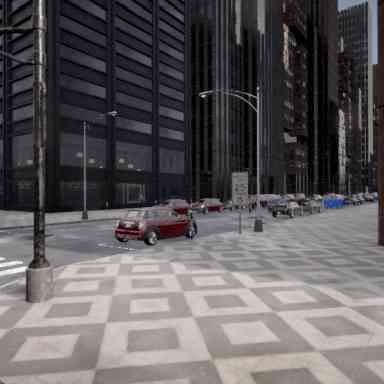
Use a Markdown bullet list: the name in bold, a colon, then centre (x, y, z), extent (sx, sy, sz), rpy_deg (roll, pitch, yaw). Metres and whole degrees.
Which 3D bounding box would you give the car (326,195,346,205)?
- **car**: centre (23.828, 1.338, 54.945), extent (1.882, 1.535, 5.008), rpy_deg (0, 0, 35)

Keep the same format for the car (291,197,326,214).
- **car**: centre (11.629, 1.466, 33.417), extent (1.947, 1.339, 4.313), rpy_deg (0, 0, 36)

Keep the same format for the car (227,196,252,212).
- **car**: centre (4.697, 1.481, 38.379), extent (2.008, 1.369, 4.403), rpy_deg (0, 0, 36)

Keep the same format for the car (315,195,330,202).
- **car**: centre (27.619, 1.407, 70.260), extent (2.008, 1.369, 4.403), rpy_deg (0, 0, 36)

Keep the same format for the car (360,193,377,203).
- **car**: centre (34.550, 1.371, 65.296), extent (1.887, 1.381, 4.507), rpy_deg (0, 0, 36)

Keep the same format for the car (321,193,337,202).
- **car**: centre (30.893, 1.163, 74.814), extent (2.192, 1.841, 5.009), rpy_deg (0, 0, 36)

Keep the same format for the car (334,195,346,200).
- **car**: centre (37.443, 1.397, 83.923), extent (1.947, 1.339, 4.313), rpy_deg (0, 0, 36)

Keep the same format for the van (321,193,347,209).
- **van**: centre (18.177, 1.217, 42.524), extent (1.690, 1.788, 3.998), rpy_deg (0, 0, 36)

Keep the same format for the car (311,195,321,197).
- **car**: centre (24.344, 1.306, 65.705), extent (1.967, 1.590, 4.097), rpy_deg (0, 0, 36)

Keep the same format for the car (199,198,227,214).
- **car**: centre (1.422, 1.384, 33.824), extent (1.967, 1.590, 4.097), rpy_deg (0, 0, 36)

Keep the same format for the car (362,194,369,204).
- **car**: centre (28.001, 1.410, 56.187), extent (1.947, 1.339, 4.313), rpy_deg (0, 0, 36)

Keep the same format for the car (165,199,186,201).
- **car**: centre (-1.853, 1.397, 29.270), extent (1.967, 1.590, 4.097), rpy_deg (0, 0, 36)

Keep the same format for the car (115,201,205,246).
- **car**: centre (-1.469, 1.393, 15.200), extent (1.967, 1.590, 4.097), rpy_deg (0, 0, 36)

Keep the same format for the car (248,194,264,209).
- **car**: centre (7.971, 1.233, 42.933), extent (2.192, 1.841, 5.009), rpy_deg (0, 0, 36)

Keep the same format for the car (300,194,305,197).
- **car**: centre (17.794, 1.200, 56.596), extent (2.192, 1.841, 5.009), rpy_deg (0, 0, 36)

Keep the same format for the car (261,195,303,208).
- **car**: centre (9.582, 1.400, 35.134), extent (2.128, 1.511, 4.902), rpy_deg (0, 0, 36)

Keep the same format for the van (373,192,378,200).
- **van**: centre (37.823, 1.158, 69.849), extent (1.690, 1.788, 3.998), rpy_deg (0, 0, 36)

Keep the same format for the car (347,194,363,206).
- **car**: centre (24.726, 1.420, 51.633), extent (1.947, 1.339, 4.313), rpy_deg (0, 0, 36)

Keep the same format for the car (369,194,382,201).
- **car**: centre (41.098, 1.248, 74.404), extent (1.967, 1.590, 4.097), rpy_deg (0, 0, 36)

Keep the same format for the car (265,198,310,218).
- **car**: centre (8.354, 1.463, 28.862), extent (2.008, 1.369, 4.403), rpy_deg (0, 0, 36)
